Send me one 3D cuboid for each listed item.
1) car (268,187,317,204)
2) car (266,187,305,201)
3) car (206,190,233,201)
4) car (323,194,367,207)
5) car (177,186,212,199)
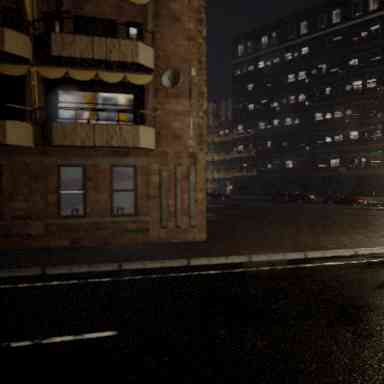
[{"bbox_3d":[11.943,0.470,38.818,5.009,1.841,2.192,1,1,43],"label":"car"},{"bbox_3d":[13.679,0.249,48.705,5.009,1.841,2.192,1,1,43],"label":"car"},{"bbox_3d":[3.748,0.488,46.558,4.507,1.381,1.887,1,1,43],"label":"car"},{"bbox_3d":[16.032,0.841,34.952,4.206,1.307,1.802,1,1,43],"label":"car"},{"bbox_3d":[0.315,-0.007,53.442,5.566,2.045,2.150,1,1,44],"label":"car"}]
